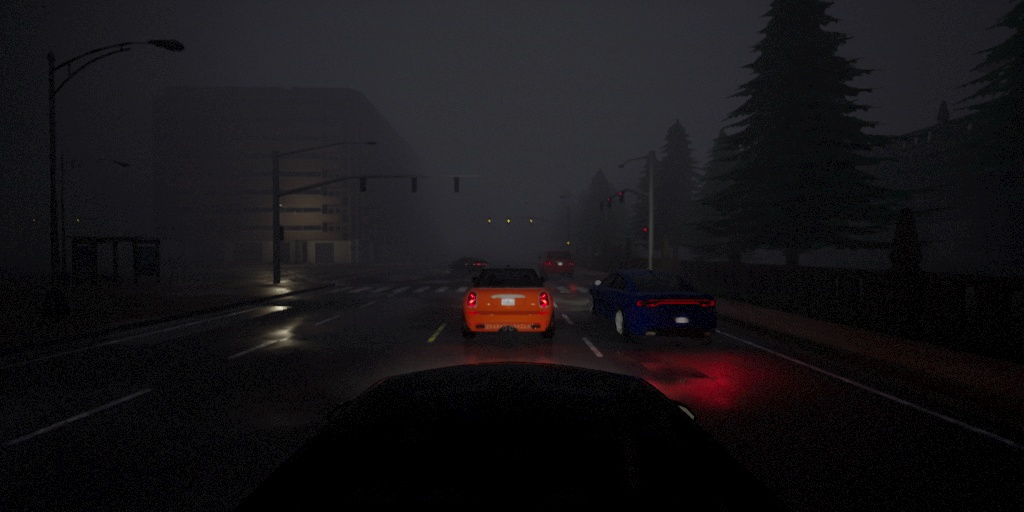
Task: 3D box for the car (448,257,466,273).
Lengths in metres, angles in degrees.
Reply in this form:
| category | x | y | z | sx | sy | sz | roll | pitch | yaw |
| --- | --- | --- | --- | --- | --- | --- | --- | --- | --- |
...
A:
| category | x | y | z | sx | sy | sz | roll | pitch | yaw |
| --- | --- | --- | --- | --- | --- | --- | --- | --- | --- |
| car | -3.883 | 0.829 | 31.553 | 1.837 | 1.490 | 4.892 | 1 | 0 | -37 |

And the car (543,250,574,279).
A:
| category | x | y | z | sx | sy | sz | roll | pitch | yaw |
| --- | --- | --- | --- | --- | --- | --- | --- | --- | --- |
| car | 3.227 | 0.588 | 26.954 | 2.150 | 2.045 | 5.566 | 0 | 1 | -1 |

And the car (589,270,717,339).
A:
| category | x | y | z | sx | sy | sz | roll | pitch | yaw |
| --- | --- | --- | --- | --- | --- | --- | --- | --- | --- |
| car | 3.422 | 1.105 | 9.696 | 1.882 | 1.535 | 5.008 | 0 | 1 | 0 |

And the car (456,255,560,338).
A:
| category | x | y | z | sx | sy | sz | roll | pitch | yaw |
| --- | --- | --- | --- | --- | --- | --- | --- | --- | --- |
| car | -0.084 | 0.978 | 9.869 | 2.097 | 1.767 | 4.553 | 0 | 1 | 0 |
